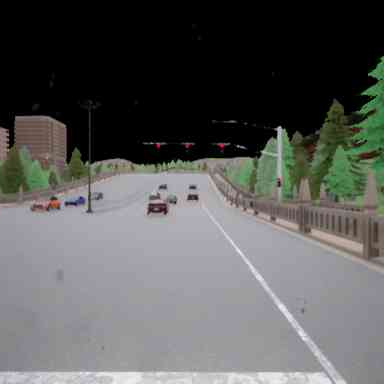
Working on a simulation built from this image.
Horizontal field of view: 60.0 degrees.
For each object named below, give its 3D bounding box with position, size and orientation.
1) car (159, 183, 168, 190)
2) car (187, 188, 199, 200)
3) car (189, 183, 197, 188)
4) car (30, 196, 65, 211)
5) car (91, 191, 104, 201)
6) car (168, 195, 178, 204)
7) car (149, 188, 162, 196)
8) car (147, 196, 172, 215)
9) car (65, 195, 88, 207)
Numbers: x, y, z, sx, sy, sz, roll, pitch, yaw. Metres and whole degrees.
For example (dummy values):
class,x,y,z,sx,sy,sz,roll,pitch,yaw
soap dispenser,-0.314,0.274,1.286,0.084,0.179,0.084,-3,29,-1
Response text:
class,x,y,z,sx,sy,sz,roll,pitch,yaw
car,-6.818,-1.344,78.671,1.837,1.490,4.892,0,7,0
car,0.180,0.614,61.319,1.882,1.535,5.008,0,5,0
car,0.179,-1.292,78.215,1.837,1.490,4.892,0,7,0
car,-17.558,1.330,40.050,2.097,1.767,4.553,0,0,0
car,-17.483,0.709,60.406,2.128,1.511,4.902,0,5,1
car,-3.359,1.173,54.337,2.033,1.411,5.357,0,3,0
car,-6.837,0.708,60.824,1.812,1.442,4.674,0,5,0
car,-3.385,1.463,34.100,1.882,1.535,5.008,0,0,0
car,-17.537,1.298,50.068,1.882,1.535,5.008,0,2,0
